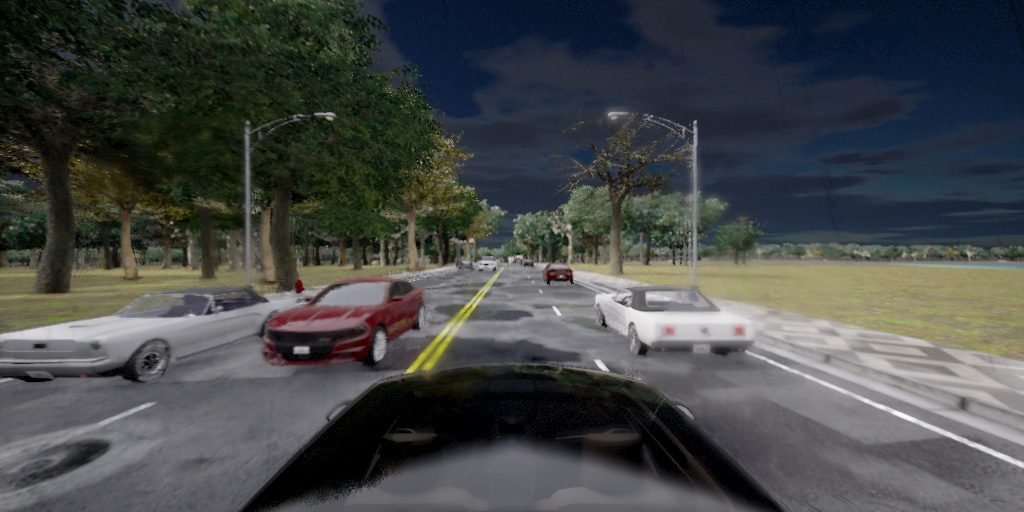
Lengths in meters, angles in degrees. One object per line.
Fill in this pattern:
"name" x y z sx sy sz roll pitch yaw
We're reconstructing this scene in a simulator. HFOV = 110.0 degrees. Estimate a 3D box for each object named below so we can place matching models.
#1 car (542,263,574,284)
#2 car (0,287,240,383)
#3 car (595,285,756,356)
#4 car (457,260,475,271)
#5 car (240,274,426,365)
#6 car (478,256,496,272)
"car" 3.347 1.238 26.766 1.882 1.535 5.008 0 0 0
"car" -6.602 1.347 7.216 1.895 1.301 4.718 0 0 0
"car" 3.349 1.346 8.542 1.895 1.301 4.718 0 0 0
"car" -6.567 1.356 51.531 1.812 1.442 4.674 0 0 0
"car" -3.352 1.223 8.207 1.882 1.535 5.008 0 0 0
"car" -3.335 1.045 49.313 2.150 2.045 5.566 0 0 0
